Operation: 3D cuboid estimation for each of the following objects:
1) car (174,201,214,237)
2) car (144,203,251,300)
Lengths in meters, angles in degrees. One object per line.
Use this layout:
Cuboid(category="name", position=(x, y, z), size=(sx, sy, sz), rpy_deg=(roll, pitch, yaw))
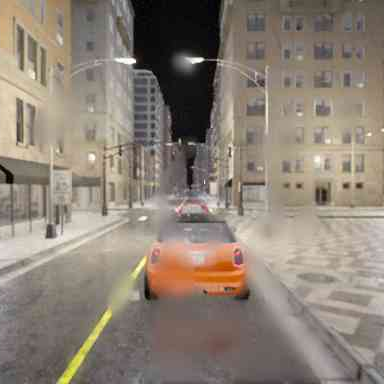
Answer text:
Cuboid(category="car", position=(0.099, 1.330, 17.979), size=(1.882, 1.535, 5.008), rpy_deg=(0, 0, 0))
Cuboid(category="car", position=(0.096, 1.283, 8.378), size=(2.097, 1.767, 4.553), rpy_deg=(0, 0, 0))
